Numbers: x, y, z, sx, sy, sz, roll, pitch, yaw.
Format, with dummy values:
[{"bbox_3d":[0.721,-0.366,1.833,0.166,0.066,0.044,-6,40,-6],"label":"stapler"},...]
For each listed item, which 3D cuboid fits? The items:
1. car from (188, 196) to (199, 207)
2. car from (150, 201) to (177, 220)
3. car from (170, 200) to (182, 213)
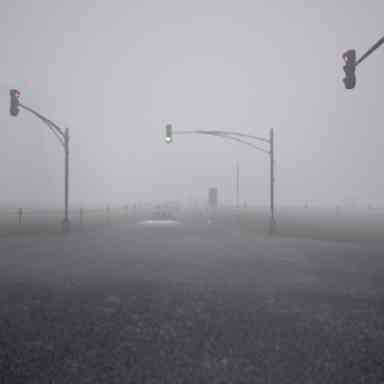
[{"bbox_3d":[0.242,2.020,61.872,1.882,1.535,5.008,0,-1,0],"label":"car"},{"bbox_3d":[-2.742,1.834,31.356,1.994,1.385,4.181,0,0,1],"label":"car"},{"bbox_3d":[-2.676,1.856,43.679,1.882,1.535,5.008,0,-1,1],"label":"car"}]
